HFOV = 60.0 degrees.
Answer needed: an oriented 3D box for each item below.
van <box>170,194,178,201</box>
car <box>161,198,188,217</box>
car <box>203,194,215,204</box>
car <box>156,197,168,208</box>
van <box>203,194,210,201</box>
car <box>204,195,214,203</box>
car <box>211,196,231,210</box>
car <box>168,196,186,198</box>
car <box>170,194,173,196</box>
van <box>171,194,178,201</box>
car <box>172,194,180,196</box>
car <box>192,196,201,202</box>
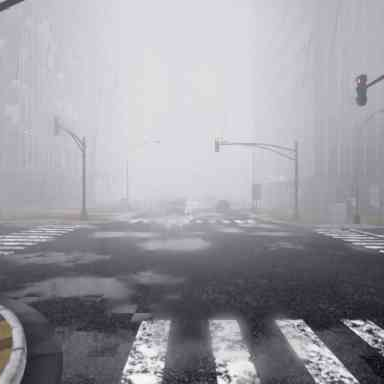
[{"bbox_3d":[-4.403,1.321,80.474,1.690,1.788,3.998,0,0,0],"label":"van"},{"bbox_3d":[-1.591,1.565,32.394,2.033,1.411,5.357,0,0,-1],"label":"car"},{"bbox_3d":[3.596,1.313,63.948,2.192,1.841,5.009,0,0,0],"label":"car"},{"bbox_3d":[-4.165,1.593,47.309,1.802,1.307,4.206,0,0,0],"label":"car"},{"bbox_3d":[3.477,1.321,80.531,1.690,1.788,3.998,0,0,0],"label":"van"},{"bbox_3d":[3.556,1.432,69.476,1.967,1.590,4.097,0,0,0],"label":"car"},{"bbox_3d":[3.804,1.579,41.840,1.947,1.339,4.313,0,0,0],"label":"car"},{"bbox_3d":[-1.670,1.560,43.664,2.033,1.411,5.357,0,0,-1],"label":"car"},{"bbox_3d":[-4.284,1.564,63.892,1.947,1.339,4.313,0,0,0],"label":"car"},{"bbox_3d":[-4.443,1.315,86.001,1.690,1.788,3.998,0,0,0],"label":"van"},{"bbox_3d":[-1.736,1.498,54.228,2.128,1.511,4.902,0,0,0],"label":"car"},{"bbox_3d":[0.969,1.513,73.120,1.812,1.442,4.674,0,0,0],"label":"car"}]
